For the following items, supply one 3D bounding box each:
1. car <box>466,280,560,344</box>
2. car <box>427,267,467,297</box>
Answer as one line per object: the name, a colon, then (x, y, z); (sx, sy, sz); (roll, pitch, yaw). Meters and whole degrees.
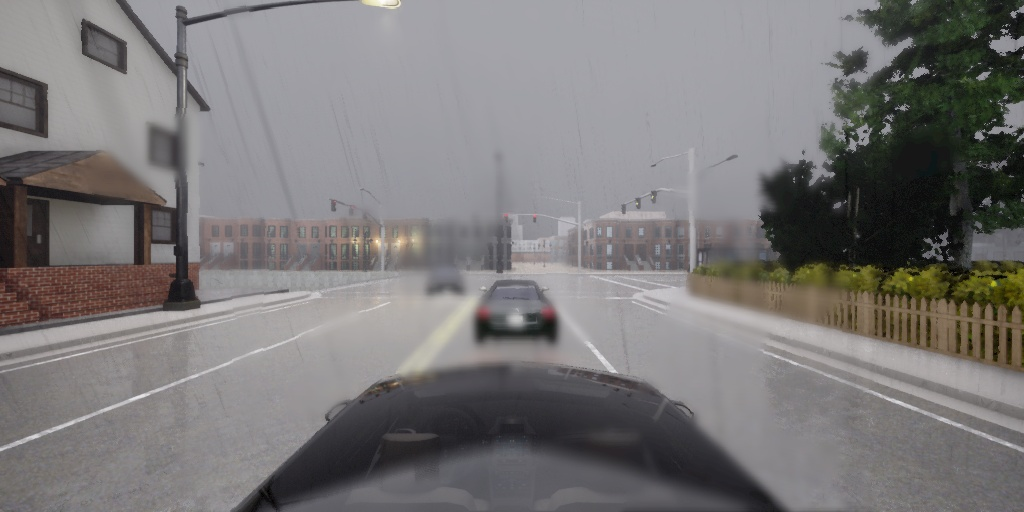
car: (0.101, 1.314, 9.569); (1.994, 1.385, 4.181); (0, 0, 0)
car: (-3.480, 1.297, 19.188); (2.033, 1.411, 5.357); (0, 0, -12)
